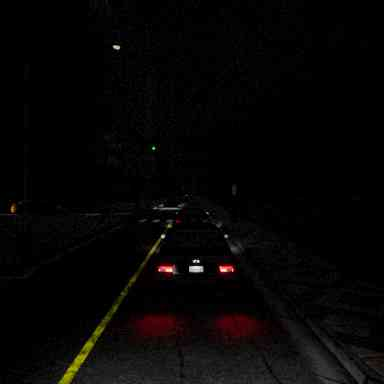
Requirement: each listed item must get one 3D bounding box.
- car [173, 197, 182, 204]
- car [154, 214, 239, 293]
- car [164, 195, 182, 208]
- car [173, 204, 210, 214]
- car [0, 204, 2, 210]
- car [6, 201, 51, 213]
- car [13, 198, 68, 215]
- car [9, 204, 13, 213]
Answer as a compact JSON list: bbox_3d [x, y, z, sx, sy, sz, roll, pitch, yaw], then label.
[{"bbox_3d":[-3.116,1.708,71.169,1.812,1.442,4.674,0,0,0],"label":"car"},{"bbox_3d":[0.073,1.552,8.993,2.033,1.411,5.357,0,0,0],"label":"car"},{"bbox_3d":[-3.139,1.646,51.422,2.033,1.411,5.357,0,0,3],"label":"car"},{"bbox_3d":[0.003,1.577,18.316,1.994,1.385,4.181,0,0,1],"label":"car"},{"bbox_3d":[-24.559,1.754,38.980,4.206,1.307,1.802,0,-1,0],"label":"car"},{"bbox_3d":[-19.072,1.735,38.997,4.313,1.339,1.947,0,-1,0],"label":"car"},{"bbox_3d":[-13.593,1.380,30.495,4.097,1.590,1.967,0,-2,-1],"label":"car"},{"bbox_3d":[-15.243,1.489,33.150,5.008,1.535,1.882,0,-2,0],"label":"car"}]
